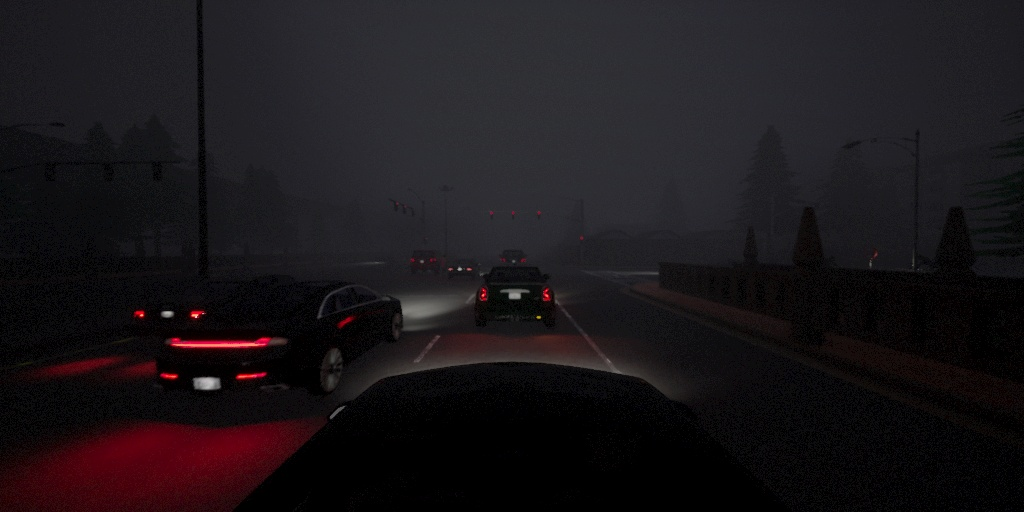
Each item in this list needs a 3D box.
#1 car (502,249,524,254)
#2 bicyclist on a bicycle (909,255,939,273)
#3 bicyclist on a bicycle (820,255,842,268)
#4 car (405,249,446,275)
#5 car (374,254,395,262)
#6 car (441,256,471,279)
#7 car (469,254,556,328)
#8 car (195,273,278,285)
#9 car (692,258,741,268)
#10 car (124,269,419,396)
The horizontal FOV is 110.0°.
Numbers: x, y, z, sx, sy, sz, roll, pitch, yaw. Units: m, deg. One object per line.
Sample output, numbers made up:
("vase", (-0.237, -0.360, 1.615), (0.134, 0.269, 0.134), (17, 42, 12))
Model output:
("car", (0.094, 0.471, 30.109), (2.150, 2.045, 5.566), (0, 1, 0))
("bicyclist on a bicycle", (22.203, 0.754, 19.331), (0.582, 1.620, 1.656), (-1, 1, -35))
("bicyclist on a bicycle", (17.885, 0.739, 20.186), (0.582, 1.620, 1.656), (1, 1, -14))
("car", (-6.912, 0.470, 30.152), (2.150, 2.045, 5.566), (0, 1, 0))
("car", (-21.040, 0.298, 59.132), (1.895, 1.301, 4.718), (0, 1, 1))
("car", (-3.416, 0.874, 26.034), (2.033, 1.411, 5.357), (0, 1, 0))
("car", (0.136, 0.965, 11.005), (2.097, 1.767, 4.553), (0, 1, 2))
("car", (-6.922, 1.178, 9.726), (2.033, 1.411, 5.357), (0, 1, 0))
("car", (18.067, 0.834, 30.882), (4.718, 1.301, 1.895), (0, 1, 2))
("car", (-3.437, 1.182, 6.465), (2.128, 1.511, 4.902), (0, 1, 0))
